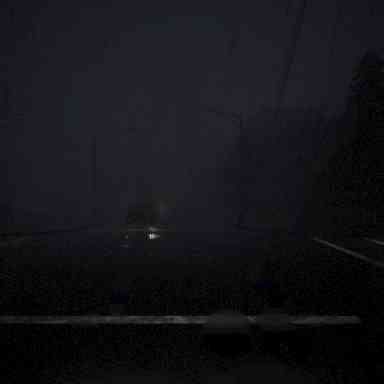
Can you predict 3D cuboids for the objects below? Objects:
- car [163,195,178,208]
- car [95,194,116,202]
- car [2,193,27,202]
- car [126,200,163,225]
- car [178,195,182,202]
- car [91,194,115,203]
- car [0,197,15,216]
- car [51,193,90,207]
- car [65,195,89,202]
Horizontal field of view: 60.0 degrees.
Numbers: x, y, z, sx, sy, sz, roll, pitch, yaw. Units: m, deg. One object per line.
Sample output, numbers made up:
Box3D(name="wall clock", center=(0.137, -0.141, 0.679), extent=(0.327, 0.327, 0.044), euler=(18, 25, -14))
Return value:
Box3D(name="car", center=(-3.423, 1.525, 48.730), extent=(1.812, 1.442, 4.674), euler=(0, 0, 0))
Box3D(name="car", center=(-17.883, 1.247, 68.513), extent=(3.806, 1.475, 1.970), euler=(0, 0, 0))
Box3D(name="car", center=(-34.948, 1.112, 65.259), extent=(4.605, 1.855, 1.932), euler=(0, 0, 0))
Box3D(name="car", center=(-3.475, 1.477, 24.115), extent=(1.882, 1.535, 5.008), euler=(0, 0, 0))
Box3D(name="car", center=(-3.386, 1.472, 74.139), extent=(1.837, 1.490, 4.892), euler=(0, 0, 0))
Box3D(name="car", center=(-17.569, 1.168, 62.095), extent=(5.027, 1.636, 2.152), euler=(0, 0, 0))
Box3D(name="car", center=(-17.343, 1.389, 27.811), extent=(3.633, 1.501, 1.845), euler=(0, 0, 0))
Box3D(name="car", center=(-17.179, 1.112, 46.395), extent=(4.605, 1.855, 1.932), euler=(0, 0, 0))
Box3D(name="car", center=(-24.927, 1.312, 72.186), extent=(4.514, 1.523, 2.007), euler=(0, 0, 0))
